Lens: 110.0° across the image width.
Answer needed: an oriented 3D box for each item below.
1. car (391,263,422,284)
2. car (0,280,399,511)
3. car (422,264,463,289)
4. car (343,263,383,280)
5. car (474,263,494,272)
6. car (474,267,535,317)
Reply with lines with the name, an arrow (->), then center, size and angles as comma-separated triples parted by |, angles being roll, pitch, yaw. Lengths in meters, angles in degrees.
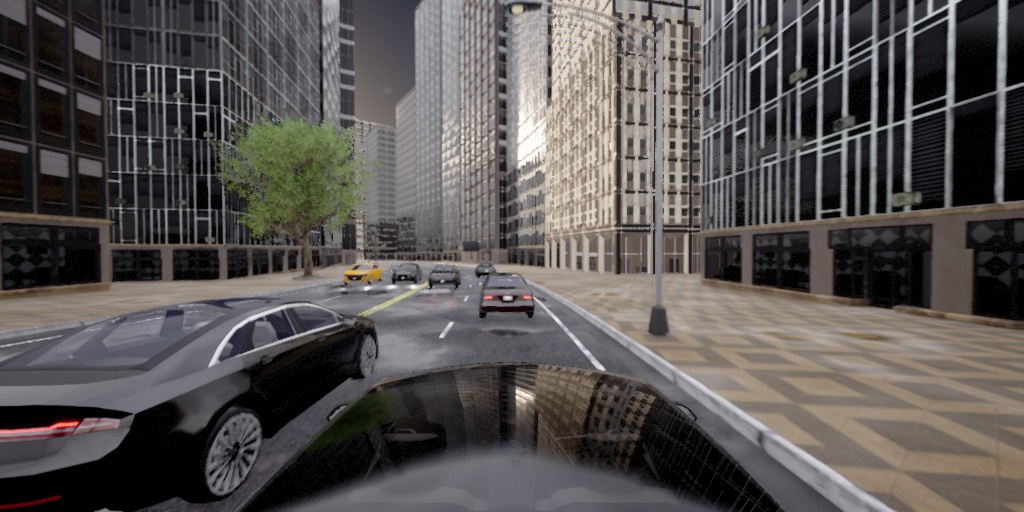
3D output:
car -> -8.140, 1.350, 28.189 | 1.837, 1.490, 4.892 | 0, 0, -7
car -> -3.236, 1.253, 4.390 | 2.128, 1.511, 4.902 | 0, 0, -1
car -> -4.333, 1.293, 23.588 | 2.128, 1.511, 4.902 | 0, 0, -5
car -> -11.351, 1.320, 27.652 | 1.882, 1.535, 5.008 | 0, 0, -7
car -> -2.739, 1.381, 36.652 | 1.994, 1.385, 4.181 | 0, 0, -9
car -> -0.258, 1.318, 13.286 | 2.033, 1.411, 5.357 | 0, 0, -3
